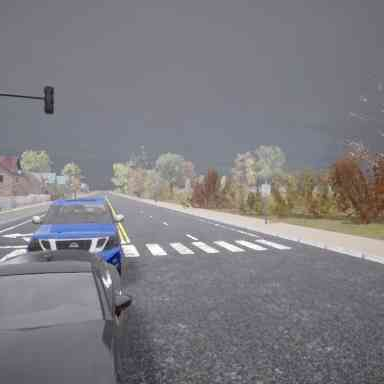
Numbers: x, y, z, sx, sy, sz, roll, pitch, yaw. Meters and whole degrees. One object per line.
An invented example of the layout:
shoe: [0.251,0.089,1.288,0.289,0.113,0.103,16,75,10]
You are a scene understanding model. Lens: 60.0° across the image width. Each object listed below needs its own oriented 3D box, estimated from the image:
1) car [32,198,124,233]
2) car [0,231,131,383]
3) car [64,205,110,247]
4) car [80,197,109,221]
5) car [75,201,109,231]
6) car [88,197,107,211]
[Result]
car: [-3.345,1.218,10.054,2.150,2.045,5.566,0,0,-15]
car: [-1.740,1.524,3.956,1.812,1.442,4.674,0,0,-12]
car: [-4.968,1.498,16.135,1.837,1.490,4.892,0,0,-15]
car: [-8.033,1.337,27.631,2.097,1.767,4.553,0,0,-15]
car: [-6.505,1.468,21.889,1.882,1.535,5.008,0,0,-15]
car: [-11.886,1.461,42.059,2.128,1.511,4.902,0,0,-15]
